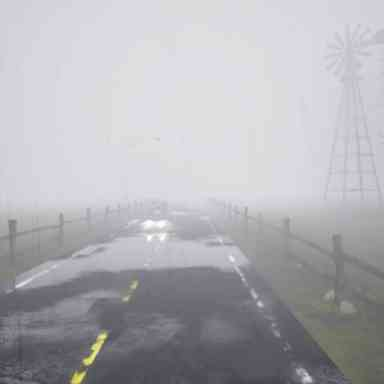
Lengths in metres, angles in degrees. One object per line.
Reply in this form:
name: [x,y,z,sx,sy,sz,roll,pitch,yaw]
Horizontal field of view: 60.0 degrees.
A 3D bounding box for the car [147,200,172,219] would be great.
car: [-2.857,1.500,29.739,2.128,1.511,4.902,0,0,0]
